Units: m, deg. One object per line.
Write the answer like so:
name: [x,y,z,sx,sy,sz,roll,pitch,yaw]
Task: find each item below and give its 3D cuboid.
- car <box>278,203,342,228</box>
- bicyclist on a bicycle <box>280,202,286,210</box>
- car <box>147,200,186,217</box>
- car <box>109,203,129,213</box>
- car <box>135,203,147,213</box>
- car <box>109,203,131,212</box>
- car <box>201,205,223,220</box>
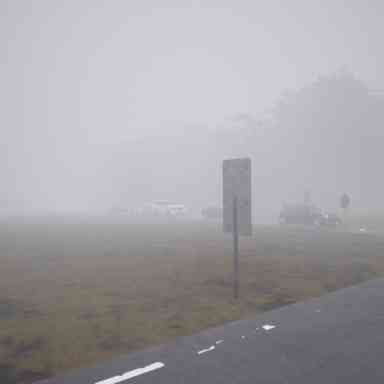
car: [8.700,1.654,24.744,2.097,1.767,4.553,-1,-1,-34]
bicyclist on a bicycle: [9.482,1.857,34.042,1.656,1.620,0.582,0,-1,-35]
car: [-2.952,1.998,41.291,2.150,2.045,5.566,-1,-1,-35]
car: [-11.931,2.684,54.152,1.837,1.490,4.892,-1,-1,-35]
car: [-7.244,2.505,52.376,1.882,1.535,5.008,-1,-1,-35]
car: [-13.291,2.789,60.845,2.128,1.511,4.902,-1,-1,-35]
car: [2.944,2.008,32.947,1.882,1.535,5.008,-1,-1,-35]
